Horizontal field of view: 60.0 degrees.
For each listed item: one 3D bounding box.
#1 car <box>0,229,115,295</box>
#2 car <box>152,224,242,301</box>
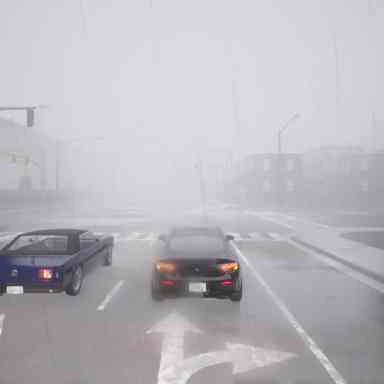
[{"bbox_3d":[-3.397,1.601,8.633,1.895,1.301,4.718,0,0,0],"label":"car"},{"bbox_3d":[0.101,1.526,8.200,1.812,1.442,4.674,0,0,0],"label":"car"}]
